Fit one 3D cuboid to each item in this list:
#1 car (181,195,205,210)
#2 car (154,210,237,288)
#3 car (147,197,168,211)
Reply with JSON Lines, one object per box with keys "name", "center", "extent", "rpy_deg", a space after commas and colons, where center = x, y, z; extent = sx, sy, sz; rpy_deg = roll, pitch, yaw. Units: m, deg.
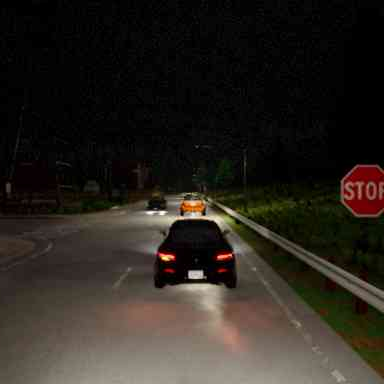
{"name": "car", "center": [0.085, 1.063, 29.916], "extent": [2.097, 1.767, 4.553], "rpy_deg": [0, 1, 0]}
{"name": "car", "center": [0.077, 1.439, 8.824], "extent": [1.812, 1.442, 4.674], "rpy_deg": [0, 1, 0]}
{"name": "car", "center": [-3.602, 1.206, 35.414], "extent": [2.033, 1.411, 5.357], "rpy_deg": [0, 1, 0]}
